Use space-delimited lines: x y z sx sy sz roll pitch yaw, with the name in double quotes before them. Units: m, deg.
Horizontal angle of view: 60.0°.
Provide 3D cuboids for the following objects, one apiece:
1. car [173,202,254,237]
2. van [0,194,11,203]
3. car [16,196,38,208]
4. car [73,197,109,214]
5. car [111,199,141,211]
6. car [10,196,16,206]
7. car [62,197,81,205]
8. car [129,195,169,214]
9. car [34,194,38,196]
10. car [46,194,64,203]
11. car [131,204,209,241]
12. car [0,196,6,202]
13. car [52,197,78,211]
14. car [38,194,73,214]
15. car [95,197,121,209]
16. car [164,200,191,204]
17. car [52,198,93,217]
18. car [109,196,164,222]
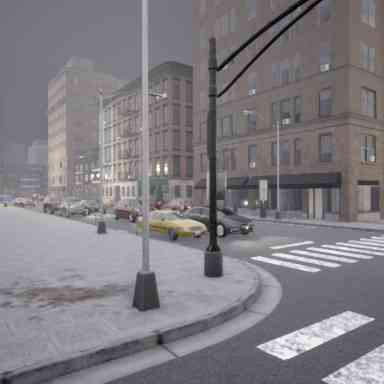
"car" 1.224 1.509 18.186 1.837 1.490 4.892 0 0 -37
"van" -37.765 1.349 67.735 1.690 1.788 3.998 0 0 -36
"car" -24.485 1.592 49.391 1.802 1.307 4.206 0 0 -36
"car" -10.365 1.506 34.227 1.837 1.490 4.892 0 0 -36
"car" -8.024 1.539 40.337 1.947 1.339 4.313 0 0 -36
"car" -27.705 1.534 53.839 1.752 1.417 4.829 0 0 -36
"car" -21.304 1.520 58.682 2.008 1.369 4.403 0 0 -36
"car" -4.705 1.289 35.750 2.192 1.841 5.009 0 0 -36
"car" -34.584 1.533 77.028 1.947 1.339 4.313 0 0 -36
"car" -27.944 1.283 67.854 2.192 1.841 5.009 0 0 -36
"car" -1.145 1.542 17.148 1.752 1.417 4.829 0 0 -36
"car" -44.404 1.557 76.909 2.008 1.369 4.403 0 0 -36
"car" -16.378 1.476 42.613 1.882 1.535 5.008 0 0 -36
"car" -14.526 1.328 35.631 2.192 1.841 5.009 0 0 -36
"car" -11.444 1.497 45.061 1.752 1.417 4.829 0 0 -36
"car" -1.384 1.415 31.163 1.967 1.590 4.097 0 0 -36
"car" -11.205 1.564 31.045 2.008 1.369 4.403 0 0 -36
"car" -4.450 1.355 26.041 2.097 1.767 4.553 0 0 -36
